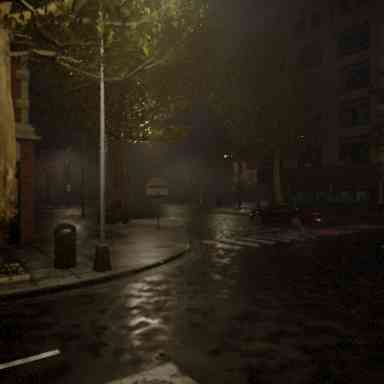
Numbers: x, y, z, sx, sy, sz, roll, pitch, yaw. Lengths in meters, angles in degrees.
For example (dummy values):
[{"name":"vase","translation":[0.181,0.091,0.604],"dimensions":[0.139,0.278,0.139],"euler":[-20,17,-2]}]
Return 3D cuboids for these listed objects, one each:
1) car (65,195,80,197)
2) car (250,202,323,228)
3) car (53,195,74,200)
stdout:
[{"name":"car","translation":[-26.009,1.369,74.108],"dimensions":[4.786,1.482,2.161],"euler":[0,0,-36]},{"name":"car","translation":[6.133,1.467,22.147],"dimensions":[1.837,1.490,4.892],"euler":[-2,1,-43]},{"name":"car","translation":[-32.394,1.418,83.803],"dimensions":[4.718,1.301,1.895],"euler":[0,0,-36]}]
